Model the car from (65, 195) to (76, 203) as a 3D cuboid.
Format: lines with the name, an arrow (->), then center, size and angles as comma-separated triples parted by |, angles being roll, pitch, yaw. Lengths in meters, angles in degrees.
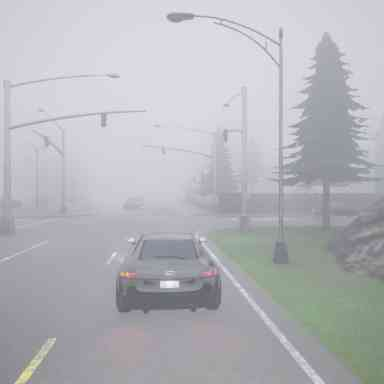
car -> -23.631, 1.374, 64.362 | 1.845, 1.501, 3.633 | 0, 0, -5

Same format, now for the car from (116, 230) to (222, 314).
car -> -0.567, 1.564, 7.743 | 1.994, 1.385, 4.181 | 0, 0, -5

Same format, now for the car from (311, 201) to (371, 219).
car -> 12.682, 1.491, 28.391 | 4.902, 1.511, 2.128 | 0, 0, -7

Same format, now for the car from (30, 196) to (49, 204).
car -> -25.960, 1.384, 56.712 | 1.970, 1.475, 3.806 | 0, 0, -5

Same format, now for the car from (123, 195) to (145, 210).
car -> -7.660, 1.352, 43.125 | 2.097, 1.767, 4.553 | 0, 0, -5

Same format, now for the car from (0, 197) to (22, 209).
car -> -21.376, 1.339, 38.426 | 2.007, 1.523, 4.514 | 0, 0, -5

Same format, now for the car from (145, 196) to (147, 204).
car -> -8.601, 1.564, 52.974 | 1.994, 1.385, 4.181 | 0, 0, -5
